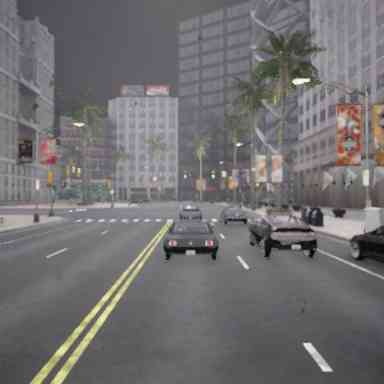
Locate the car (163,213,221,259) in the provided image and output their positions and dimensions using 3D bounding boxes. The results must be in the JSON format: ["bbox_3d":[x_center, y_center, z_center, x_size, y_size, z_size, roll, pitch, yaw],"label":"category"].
[{"bbox_3d":[-0.033,1.744,13.212,1.895,1.301,4.718,0,-1,0],"label":"car"}]

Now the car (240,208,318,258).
[{"bbox_3d":[3.468,1.639,13.486,2.128,1.511,4.902,0,0,0],"label":"car"}]

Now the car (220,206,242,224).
[{"bbox_3d":[3.392,1.844,27.512,2.033,1.411,5.357,0,-1,0],"label":"car"}]

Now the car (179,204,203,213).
[{"bbox_3d":[-0.104,1.799,28.466,2.128,1.511,4.902,0,0,0],"label":"car"}]

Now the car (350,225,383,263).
[{"bbox_3d":[6.657,1.623,10.051,2.161,1.482,4.786,0,-1,-1],"label":"car"}]

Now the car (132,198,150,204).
[{"bbox_3d":[-14.075,2.484,88.018,2.033,1.411,5.357,0,-1,-37],"label":"car"}]

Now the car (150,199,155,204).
[{"bbox_3d":[-12.024,2.502,91.013,2.128,1.511,4.902,1,-1,-41],"label":"car"}]
